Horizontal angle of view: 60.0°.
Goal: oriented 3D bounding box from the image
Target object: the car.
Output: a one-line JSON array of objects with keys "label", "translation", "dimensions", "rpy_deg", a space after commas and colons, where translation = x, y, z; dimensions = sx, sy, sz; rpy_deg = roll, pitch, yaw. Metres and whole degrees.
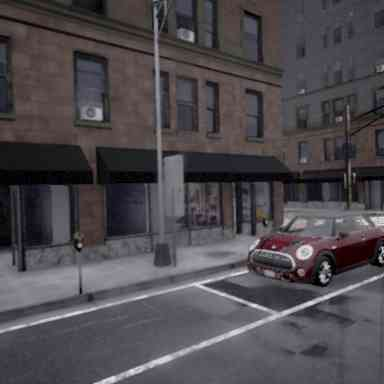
[{"label": "car", "translation": [3.343, 1.268, 8.745], "dimensions": [4.097, 1.590, 1.967], "rpy_deg": [-2, 1, -37]}]
